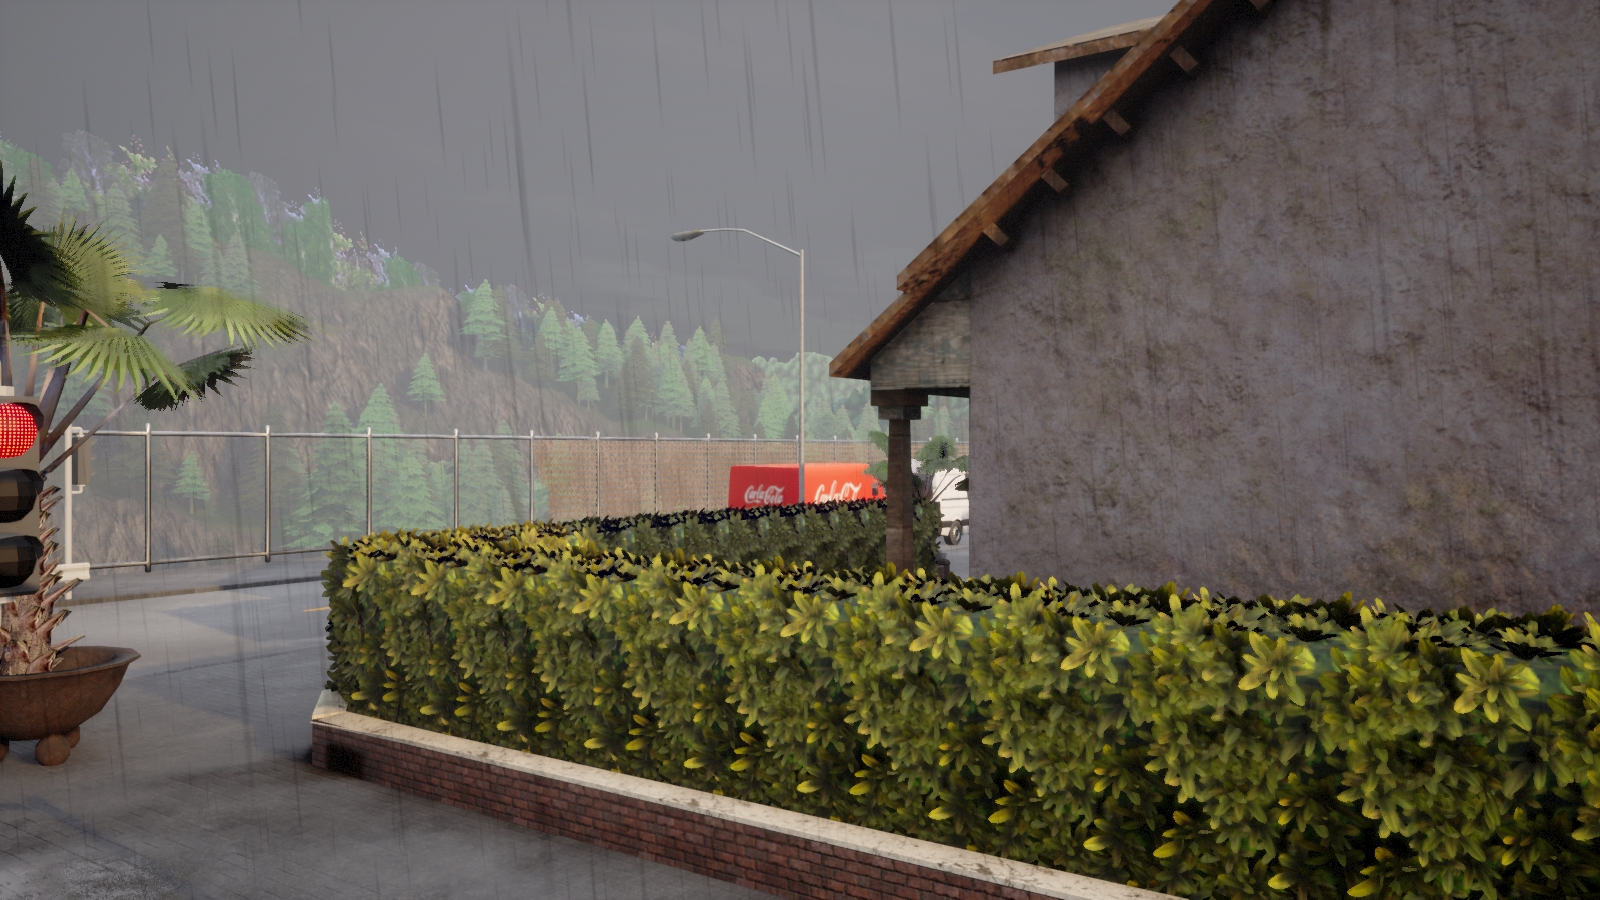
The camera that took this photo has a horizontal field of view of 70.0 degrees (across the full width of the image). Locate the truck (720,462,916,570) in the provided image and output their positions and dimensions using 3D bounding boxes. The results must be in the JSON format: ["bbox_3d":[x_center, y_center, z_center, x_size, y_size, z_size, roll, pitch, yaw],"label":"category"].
[{"bbox_3d":[0.584,1.568,29.600,2.627,2.467,5.204,0,0,35],"label":"truck"}]
